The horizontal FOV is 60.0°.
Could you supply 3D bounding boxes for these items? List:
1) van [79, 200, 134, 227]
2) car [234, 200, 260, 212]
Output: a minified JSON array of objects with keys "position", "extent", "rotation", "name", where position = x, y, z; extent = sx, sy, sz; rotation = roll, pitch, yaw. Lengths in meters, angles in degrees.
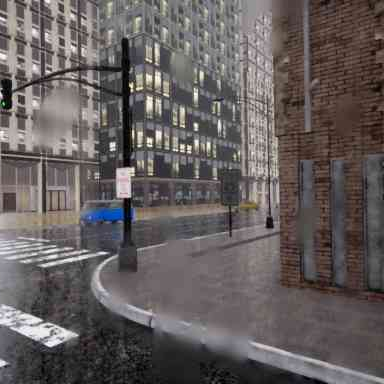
[{"position":[-5.953,1.460,23.448],"extent":[1.690,1.788,3.998],"rotation":[-2,-1,36],"name":"van"},{"position":[6.885,1.689,41.355],"extent":[1.752,1.417,4.829],"rotation":[-2,-1,36],"name":"car"}]
